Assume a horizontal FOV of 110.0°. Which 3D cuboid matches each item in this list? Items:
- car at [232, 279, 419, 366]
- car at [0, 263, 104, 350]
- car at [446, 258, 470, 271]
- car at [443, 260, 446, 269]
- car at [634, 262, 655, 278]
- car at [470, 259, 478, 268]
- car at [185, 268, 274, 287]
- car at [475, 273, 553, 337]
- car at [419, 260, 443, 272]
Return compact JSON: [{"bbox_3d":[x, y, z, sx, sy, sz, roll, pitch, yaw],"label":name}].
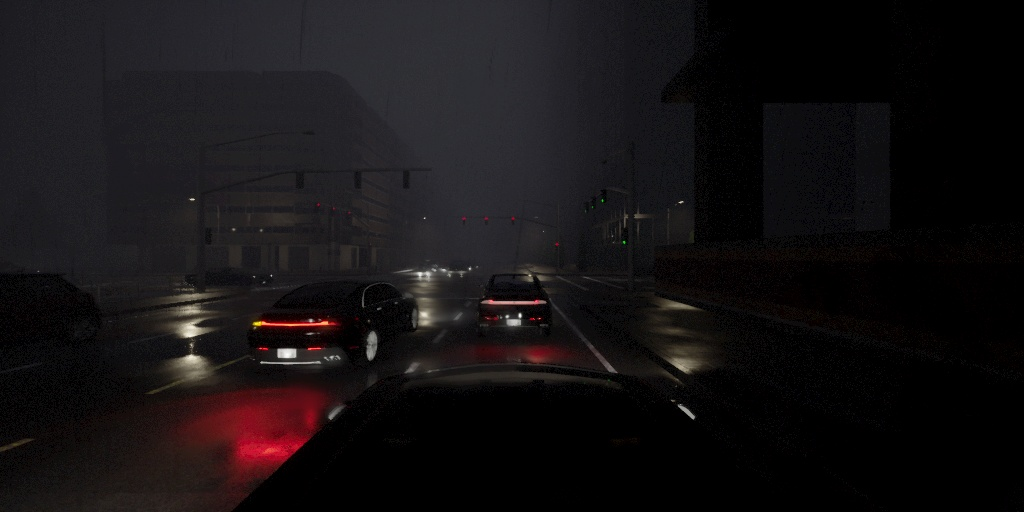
[{"bbox_3d":[-3.454,1.255,7.953,1.837,1.490,4.892,0,0,0],"label":"car"},{"bbox_3d":[-10.675,1.102,6.439,2.097,1.767,4.553,0,0,-1],"label":"car"},{"bbox_3d":[-7.512,1.228,50.310,1.882,1.535,5.008,0,0,0],"label":"car"},{"bbox_3d":[-10.979,1.351,56.882,1.895,1.301,4.718,0,0,1],"label":"car"},{"bbox_3d":[13.932,1.297,34.272,4.902,1.511,2.128,0,0,0],"label":"car"},{"bbox_3d":[-7.437,1.314,60.327,1.994,1.385,4.181,0,0,1],"label":"car"},{"bbox_3d":[-18.291,1.405,23.418,4.718,1.301,1.895,0,0,4],"label":"car"},{"bbox_3d":[0.055,1.242,10.274,2.128,1.511,4.902,0,0,0],"label":"car"},{"bbox_3d":[-11.005,1.242,47.538,2.128,1.511,4.902,0,0,0],"label":"car"}]
